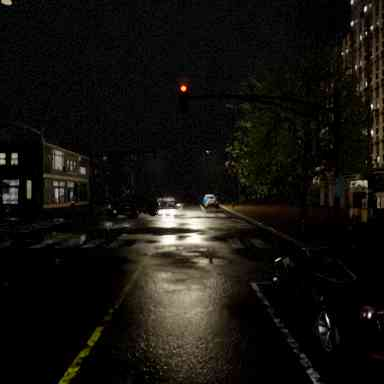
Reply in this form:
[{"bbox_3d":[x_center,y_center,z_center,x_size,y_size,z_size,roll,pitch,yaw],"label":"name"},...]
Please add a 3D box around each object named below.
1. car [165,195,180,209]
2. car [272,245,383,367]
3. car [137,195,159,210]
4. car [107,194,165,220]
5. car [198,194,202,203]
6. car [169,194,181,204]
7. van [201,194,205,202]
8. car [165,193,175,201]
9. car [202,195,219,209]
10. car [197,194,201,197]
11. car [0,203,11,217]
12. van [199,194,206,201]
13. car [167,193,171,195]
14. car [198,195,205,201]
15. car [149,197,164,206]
[{"bbox_3d":[-3.154,1.485,45.118,2.128,1.511,4.902,0,0,0],"label":"car"},{"bbox_3d":[2.687,1.565,5.797,1.947,1.339,4.313,0,0,0],"label":"car"},{"bbox_3d":[-5.741,1.309,43.813,2.192,1.841,5.009,0,0,0],"label":"car"},{"bbox_3d":[-4.922,1.218,28.747,2.150,2.045,5.566,1,0,25],"label":"car"},{"bbox_3d":[2.616,1.543,60.480,2.008,1.369,4.403,0,0,0],"label":"car"},{"bbox_3d":[-3.115,1.556,65.230,1.994,1.385,4.181,0,0,0],"label":"car"},{"bbox_3d":[2.632,1.334,49.378,1.690,1.788,3.998,0,0,0],"label":"van"},{"bbox_3d":[-5.799,1.305,88.222,2.192,1.841,5.009,0,0,0],"label":"car"},{"bbox_3d":[2.637,1.519,43.996,1.752,1.417,4.829,0,0,0],"label":"car"},{"bbox_3d":[2.602,1.557,71.582,1.947,1.339,4.313,0,0,0],"label":"car"},{"bbox_3d":[-17.303,1.365,27.250,4.507,1.381,1.887,1,-1,-1],"label":"car"},{"bbox_3d":[2.590,1.331,82.684,1.690,1.788,3.998,0,0,0],"label":"van"},{"bbox_3d":[-5.778,1.516,71.399,1.752,1.417,4.829,0,0,0],"label":"car"},{"bbox_3d":[2.581,1.515,88.405,1.752,1.417,4.829,0,0,0],"label":"car"},{"bbox_3d":[-5.757,1.543,54.916,2.008,1.369,4.403,0,0,0],"label":"car"}]
